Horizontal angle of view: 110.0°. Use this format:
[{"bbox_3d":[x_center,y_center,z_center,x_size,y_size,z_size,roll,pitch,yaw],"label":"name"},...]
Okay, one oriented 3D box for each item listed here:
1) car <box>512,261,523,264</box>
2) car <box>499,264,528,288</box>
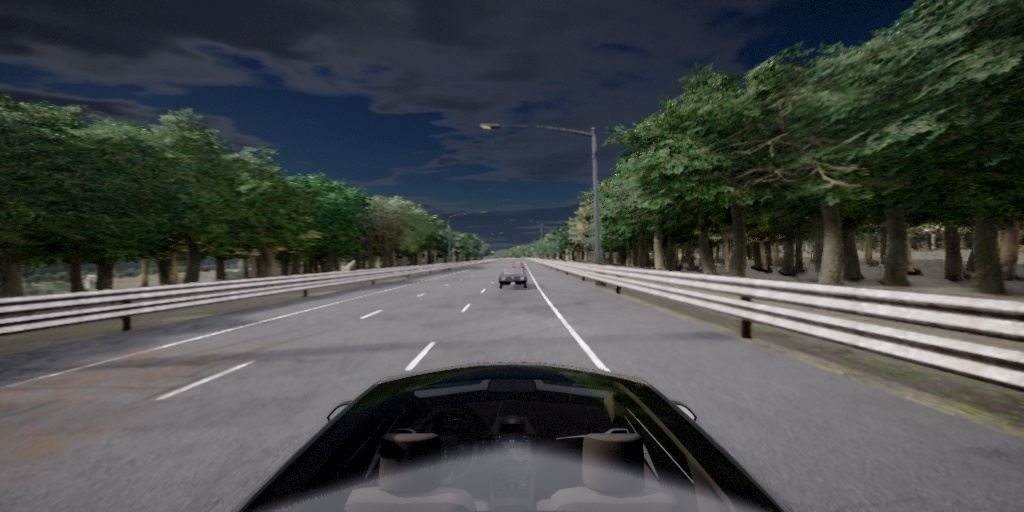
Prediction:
[{"bbox_3d":[0.945,1.569,58.633,1.994,1.385,4.181,-2,0,1],"label":"car"},{"bbox_3d":[0.112,1.481,25.022,1.895,1.301,4.718,-2,0,1],"label":"car"}]
